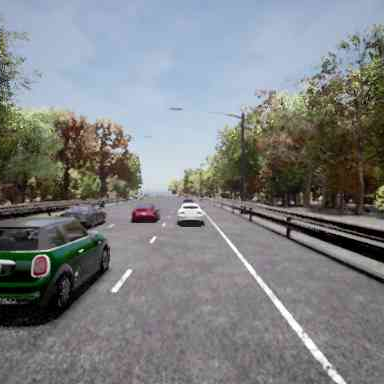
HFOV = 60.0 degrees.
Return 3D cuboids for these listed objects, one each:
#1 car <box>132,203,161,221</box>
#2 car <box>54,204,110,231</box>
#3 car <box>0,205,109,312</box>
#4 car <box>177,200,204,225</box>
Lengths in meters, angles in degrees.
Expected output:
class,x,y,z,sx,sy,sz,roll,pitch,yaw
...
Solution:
class,x,y,z,sx,sy,sz,roll,pitch,yaw
car,-3.662,1.582,27.017,1.994,1.385,4.181,0,0,-1
car,-7.082,1.563,22.063,2.033,1.411,5.357,0,0,-1
car,-3.435,1.357,7.852,2.097,1.767,4.553,0,0,0
car,-0.116,1.541,24.397,1.812,1.442,4.674,0,0,-1
